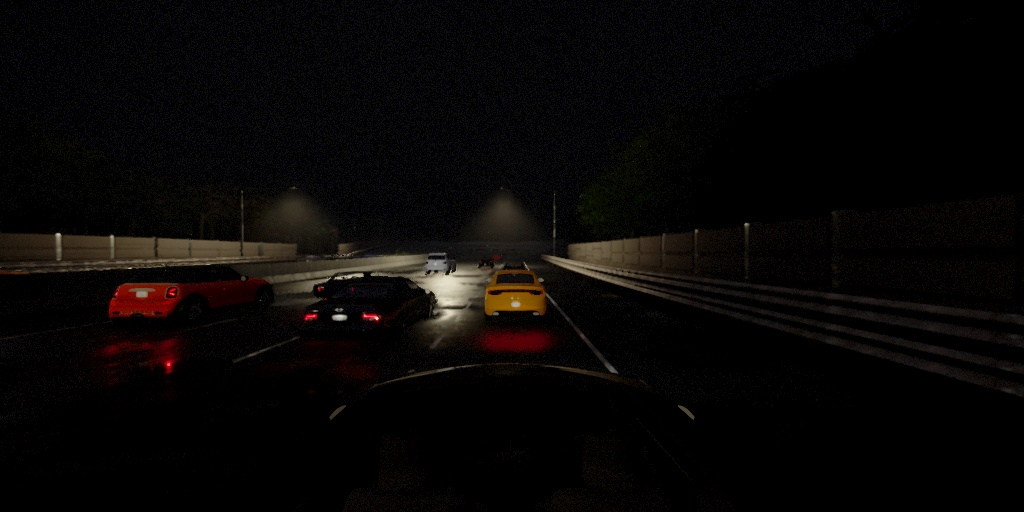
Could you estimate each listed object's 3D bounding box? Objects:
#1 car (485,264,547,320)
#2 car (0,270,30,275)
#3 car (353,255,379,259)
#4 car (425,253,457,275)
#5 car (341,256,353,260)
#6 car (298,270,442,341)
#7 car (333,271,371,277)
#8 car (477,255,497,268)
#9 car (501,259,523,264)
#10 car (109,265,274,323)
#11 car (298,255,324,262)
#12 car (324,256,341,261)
[{"bbox_3d":[0.115,1.215,12.676,1.882,1.535,5.008,0,0,0],"label":"car"},{"bbox_3d":[-24.576,1.199,15.451,1.882,1.535,5.008,0,1,0],"label":"car"},{"bbox_3d":[-20.791,0.605,52.299,1.882,1.535,5.008,0,1,1],"label":"car"},{"bbox_3d":[-6.785,0.710,34.589,2.150,2.045,5.566,0,1,0],"label":"car"},{"bbox_3d":[-24.234,0.525,56.289,1.882,1.535,5.008,0,1,1],"label":"car"},{"bbox_3d":[-3.493,1.293,9.788,2.033,1.411,5.357,0,0,0],"label":"car"},{"bbox_3d":[-6.875,1.319,16.323,1.895,1.301,4.718,0,0,0],"label":"car"},{"bbox_3d":[-3.287,0.766,46.790,1.812,1.442,4.674,0,1,1],"label":"car"},{"bbox_3d":[0.192,1.152,31.008,1.895,1.301,4.718,0,1,0],"label":"car"},{"bbox_3d":[-10.386,1.090,12.188,2.097,1.767,4.553,0,0,0],"label":"car"},{"bbox_3d":[-31.213,0.597,56.195,2.033,1.411,5.357,0,1,1],"label":"car"},{"bbox_3d":[-27.704,0.619,57.700,1.895,1.301,4.718,0,1,1],"label":"car"}]
